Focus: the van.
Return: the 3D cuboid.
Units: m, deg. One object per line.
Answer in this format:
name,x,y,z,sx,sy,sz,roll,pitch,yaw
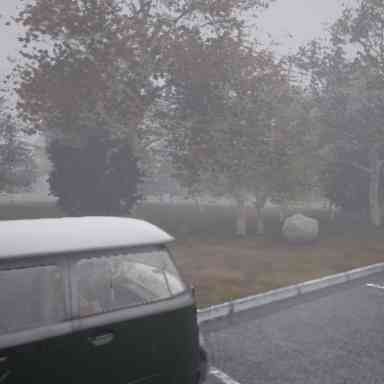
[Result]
van,-1.869,1.254,2.692,4.442,1.987,1.878,0,1,-33
